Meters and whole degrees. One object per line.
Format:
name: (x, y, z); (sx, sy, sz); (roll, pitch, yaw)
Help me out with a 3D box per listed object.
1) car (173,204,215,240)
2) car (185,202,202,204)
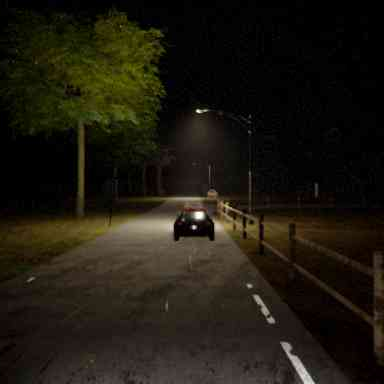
car: (0.099, 1.537, 16.826); (1.994, 1.385, 4.181); (0, 0, 0)
car: (0.102, 1.504, 28.645); (1.895, 1.301, 4.718); (0, 1, 0)
